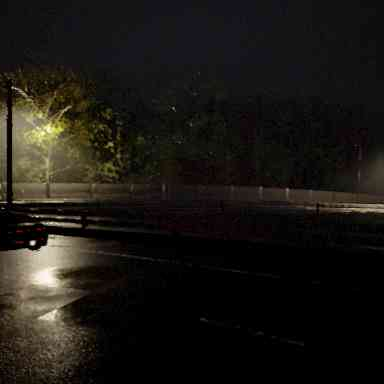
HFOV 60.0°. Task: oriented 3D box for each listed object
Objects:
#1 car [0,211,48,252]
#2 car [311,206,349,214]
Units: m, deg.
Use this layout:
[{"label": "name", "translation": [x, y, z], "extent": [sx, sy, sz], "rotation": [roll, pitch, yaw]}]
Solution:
[{"label": "car", "translation": [-7.480, 1.457, 12.325], "extent": [4.892, 1.490, 1.837], "rotation": [0, 0, 28]}, {"label": "car", "translation": [16.831, 1.994, 40.682], "extent": [4.718, 1.301, 1.895], "rotation": [2, -1, -23]}]
